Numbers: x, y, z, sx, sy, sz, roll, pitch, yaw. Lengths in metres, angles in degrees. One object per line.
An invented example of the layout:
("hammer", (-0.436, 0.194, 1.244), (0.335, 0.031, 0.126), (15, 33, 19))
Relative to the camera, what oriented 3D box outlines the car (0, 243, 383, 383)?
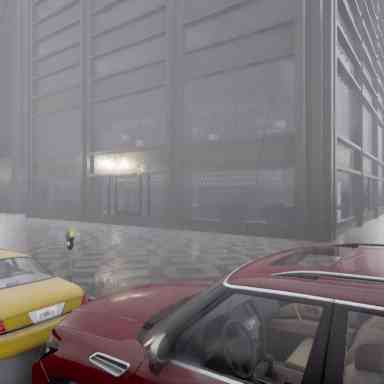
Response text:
("car", (1.017, 1.315, 2.237), (5.009, 1.841, 2.192), (0, 0, 35))
